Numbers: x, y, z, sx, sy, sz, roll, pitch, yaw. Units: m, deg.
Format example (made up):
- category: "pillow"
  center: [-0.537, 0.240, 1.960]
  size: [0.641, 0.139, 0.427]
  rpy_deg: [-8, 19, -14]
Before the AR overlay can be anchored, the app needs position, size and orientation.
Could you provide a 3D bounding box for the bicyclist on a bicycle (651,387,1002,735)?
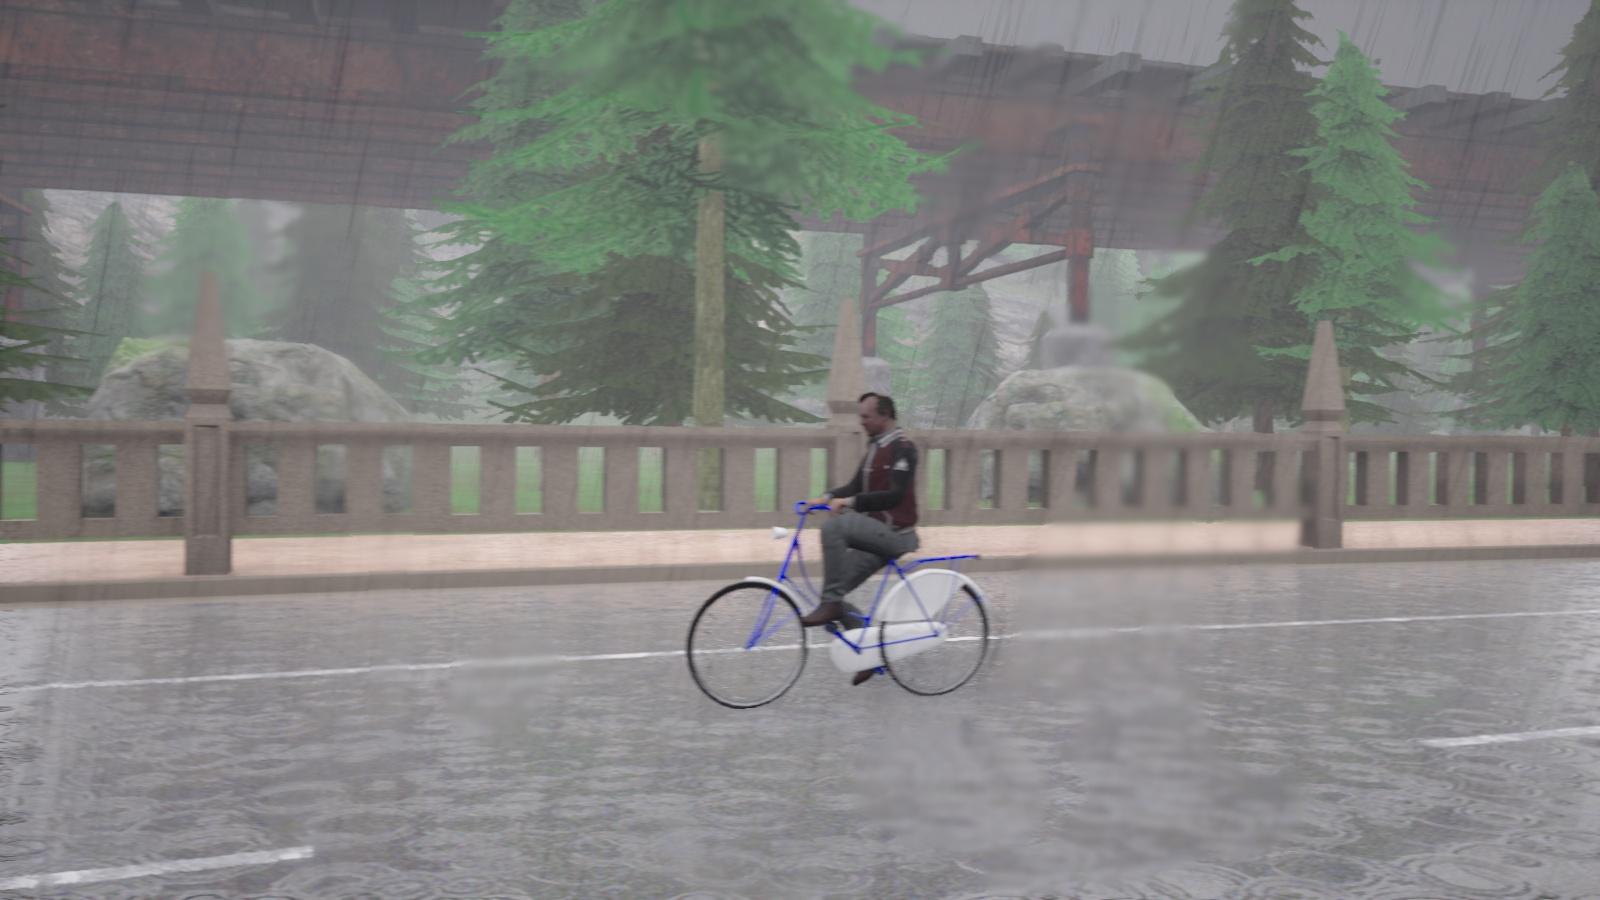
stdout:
- category: "bicyclist on a bicycle"
  center: [0.152, 0.549, 7.022]
  size: [1.843, 1.776, 0.659]
  rpy_deg: [-1, 2, -20]
